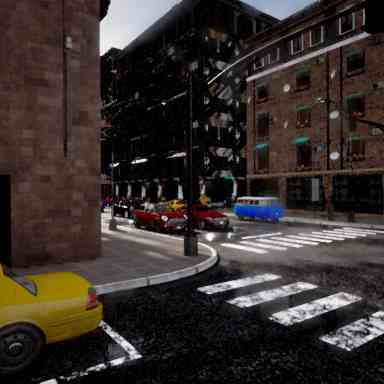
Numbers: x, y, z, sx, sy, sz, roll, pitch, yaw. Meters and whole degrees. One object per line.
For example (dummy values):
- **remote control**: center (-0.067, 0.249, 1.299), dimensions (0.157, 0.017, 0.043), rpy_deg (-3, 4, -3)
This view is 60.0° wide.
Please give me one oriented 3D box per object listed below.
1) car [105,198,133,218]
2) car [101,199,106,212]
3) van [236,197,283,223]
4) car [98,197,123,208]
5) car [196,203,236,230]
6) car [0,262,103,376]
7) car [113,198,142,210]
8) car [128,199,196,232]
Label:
- **car**: center (-5.640, 1.472, 29.555), dimensions (1.837, 1.490, 4.892), rpy_deg (-1, 0, -36)
- **car**: center (-11.910, 1.182, 38.195), dimensions (2.150, 2.045, 5.566), rpy_deg (-1, 0, -36)
- **van**: center (4.894, 1.279, 24.917), dimensions (1.690, 1.788, 3.998), rpy_deg (0, 0, -36)
- **car**: center (-11.752, 1.462, 47.813), dimensions (1.887, 1.381, 4.507), rpy_deg (-1, 0, -36)
- **car**: center (0.404, 1.507, 21.248), dimensions (1.812, 1.442, 4.674), rpy_deg (-1, 0, -34)
- **car**: center (-3.591, 1.526, 4.004), dimensions (4.829, 1.417, 1.752), rpy_deg (0, 0, -36)
- **car**: center (-8.423, 1.462, 43.233), dimensions (1.887, 1.381, 4.507), rpy_deg (-1, 0, -36)
- **car**: center (-1.895, 1.440, 20.004), dimensions (1.967, 1.590, 4.097), rpy_deg (0, 0, -36)
